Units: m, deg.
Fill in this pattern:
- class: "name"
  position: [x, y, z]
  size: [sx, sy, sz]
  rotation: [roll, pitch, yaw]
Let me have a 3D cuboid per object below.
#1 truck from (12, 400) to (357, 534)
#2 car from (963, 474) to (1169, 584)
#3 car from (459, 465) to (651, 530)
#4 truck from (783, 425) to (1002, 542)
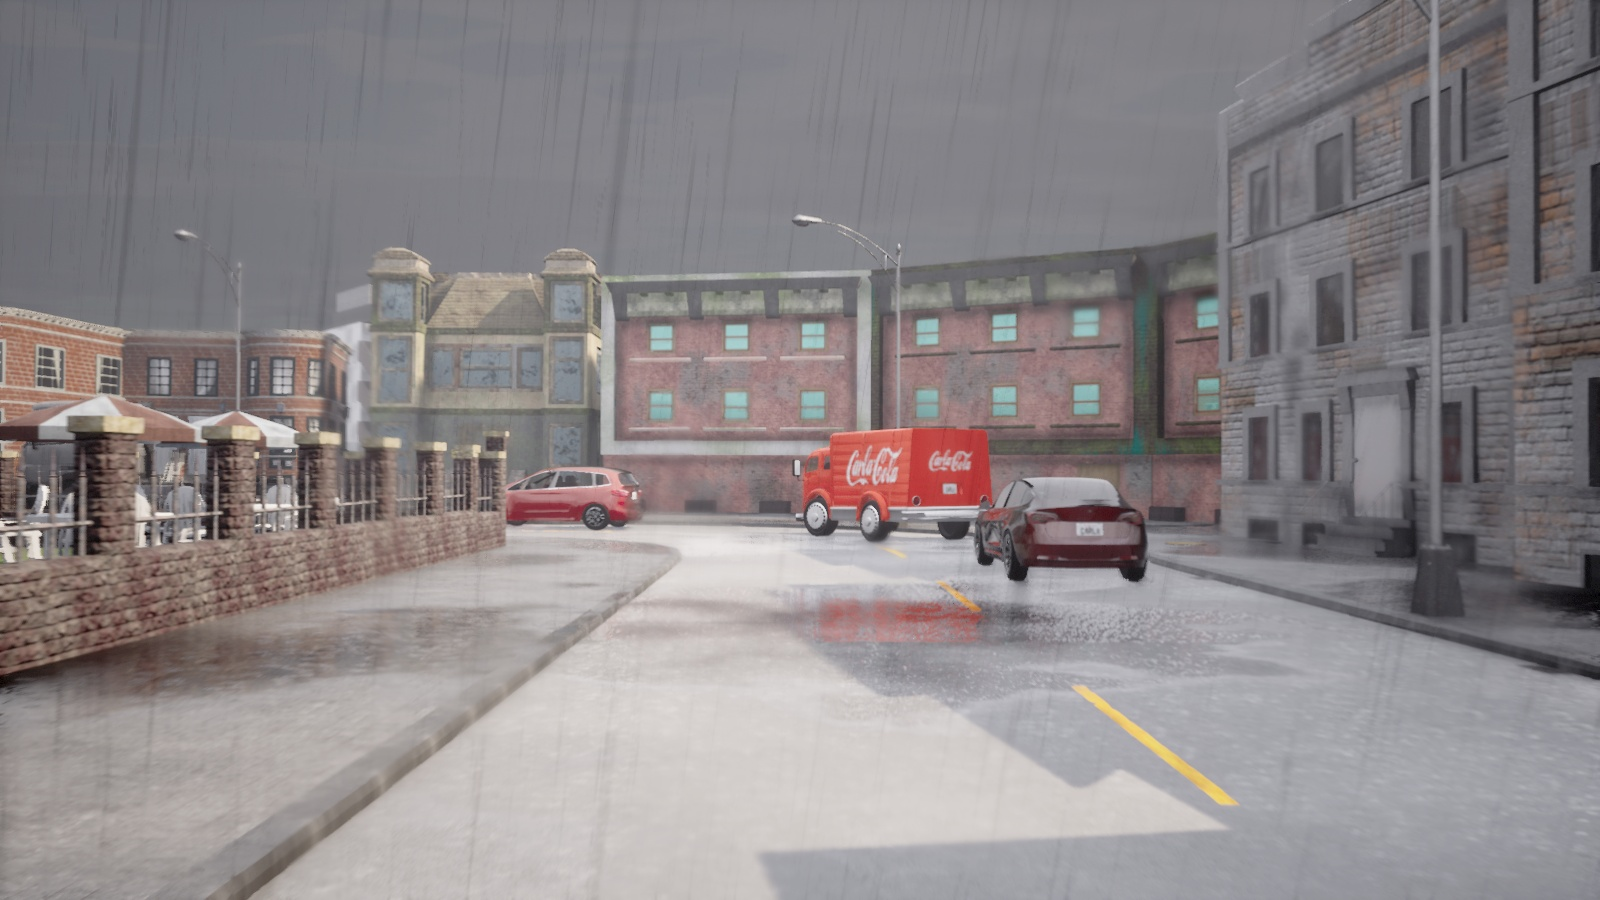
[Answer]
- class: "truck"
  position: [-16.505, 0.470, 34.121]
  size: [7.936, 3.462, 2.891]
  rotation: [0, -1, -1]
- class: "car"
  position: [3.952, 1.127, 19.568]
  size: [2.163, 1.488, 4.792]
  rotation: [0, -1, 0]
- class: "car"
  position: [-6.559, 1.255, 33.958]
  size: [4.611, 1.667, 2.242]
  rotation: [0, -1, 9]
- class: "truck"
  position: [2.020, 0.799, 29.451]
  size: [2.627, 2.467, 5.204]
  rotation: [0, -2, -30]
